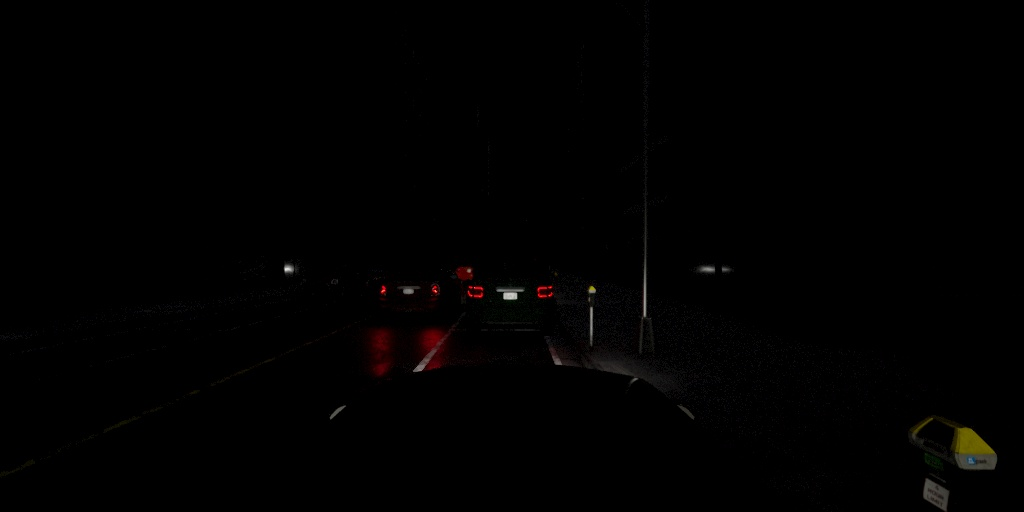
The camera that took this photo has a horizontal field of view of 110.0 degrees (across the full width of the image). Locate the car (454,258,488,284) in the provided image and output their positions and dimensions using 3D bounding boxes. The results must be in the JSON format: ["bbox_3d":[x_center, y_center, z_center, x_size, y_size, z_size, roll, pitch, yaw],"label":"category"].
[{"bbox_3d":[-3.053,1.093,27.864,2.097,1.767,4.553,0,0,0],"label":"car"}]

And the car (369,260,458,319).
[{"bbox_3d":[-3.141,1.100,13.000,2.097,1.767,4.553,0,0,0],"label":"car"}]

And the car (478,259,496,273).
[{"bbox_3d":[-3.043,1.205,44.216,1.882,1.535,5.008,0,0,0],"label":"car"}]

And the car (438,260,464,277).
[{"bbox_3d":[-6.217,1.239,37.031,1.837,1.490,4.892,0,0,0],"label":"car"}]

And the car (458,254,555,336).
[{"bbox_3d":[-0.035,0.969,10.529,2.150,2.045,5.566,0,0,0],"label":"car"}]

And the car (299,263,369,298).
[{"bbox_3d":[-8.807,1.184,18.033,1.967,1.591,4.097,0,0,0],"label":"car"}]
